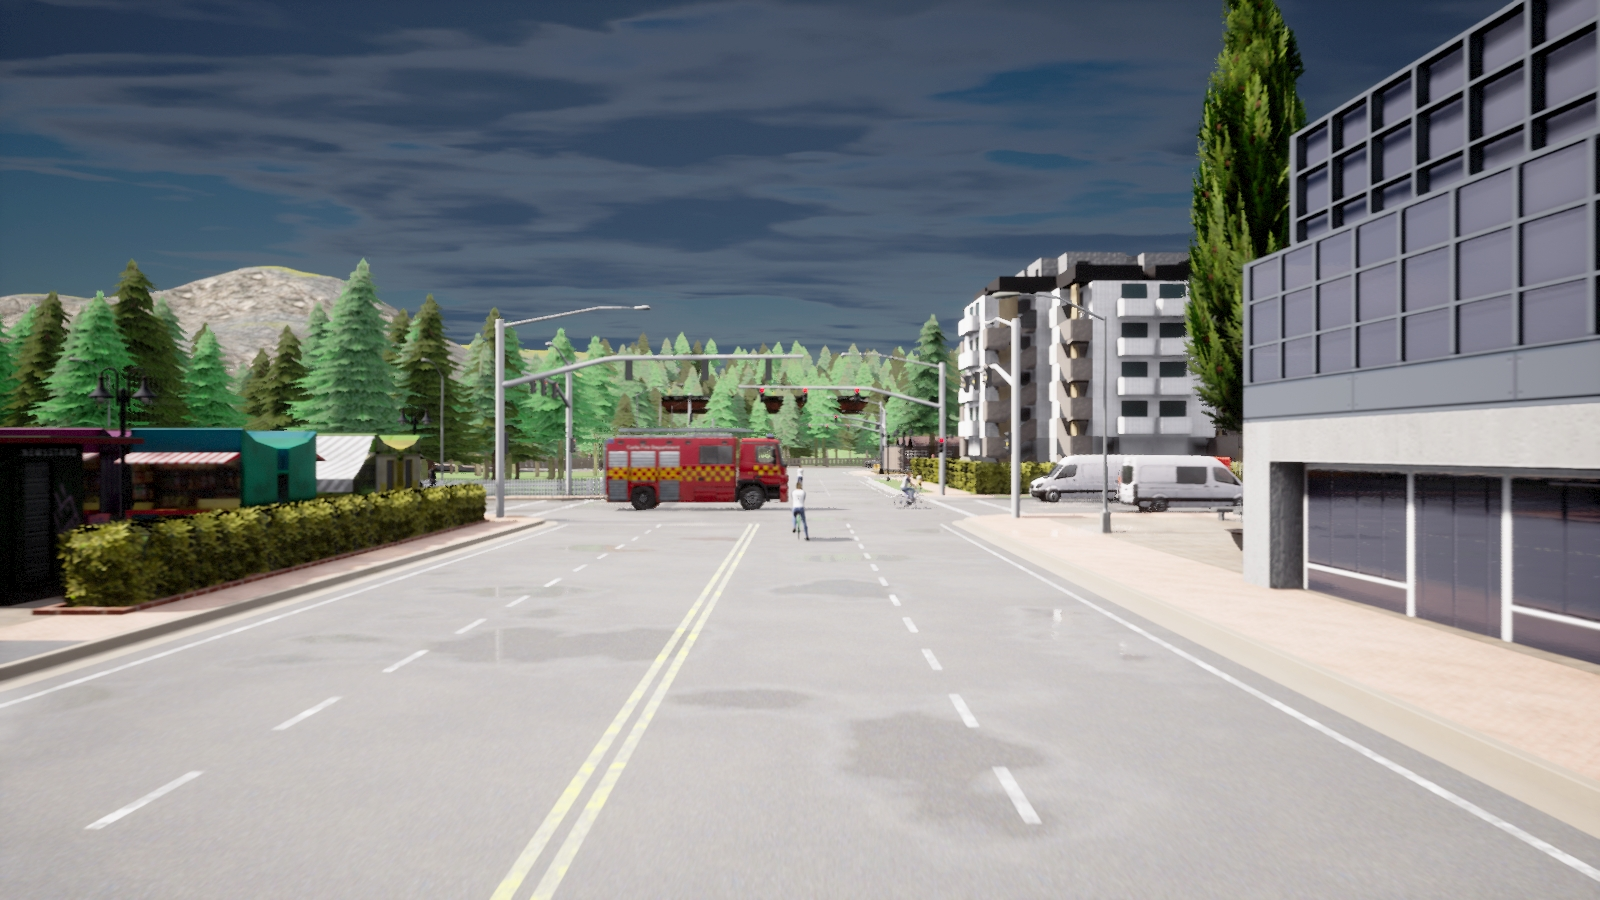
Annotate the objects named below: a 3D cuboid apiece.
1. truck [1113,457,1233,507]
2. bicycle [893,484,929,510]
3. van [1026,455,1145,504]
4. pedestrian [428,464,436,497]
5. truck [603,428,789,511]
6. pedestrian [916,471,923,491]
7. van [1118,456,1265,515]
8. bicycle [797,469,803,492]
[{"bbox_3d":[18.838,1.572,57.909,5.204,2.467,2.627,0,0,-2],"label":"truck"},{"bbox_3d":[5.239,2.209,53.931,1.643,1.196,0.373,0,0,-2],"label":"bicycle"},{"bbox_3d":[15.260,1.539,61.270,5.915,2.561,1.988,0,0,-2],"label":"van"},{"bbox_3d":[-20.766,1.701,64.466,0.375,1.860,0.375,0,0,-2],"label":"pedestrian"},{"bbox_3d":[-4.772,0.893,53.758,8.468,3.827,2.891,0,0,0],"label":"truck"},{"bbox_3d":[7.606,1.983,72.967,0.375,1.300,0.375,0,0,20],"label":"pedestrian"},{"bbox_3d":[17.391,1.538,50.926,5.915,2.561,1.988,0,0,-2],"label":"van"},{"bbox_3d":[0.014,2.061,76.600,0.373,1.496,1.643,0,0,1],"label":"bicycle"}]
